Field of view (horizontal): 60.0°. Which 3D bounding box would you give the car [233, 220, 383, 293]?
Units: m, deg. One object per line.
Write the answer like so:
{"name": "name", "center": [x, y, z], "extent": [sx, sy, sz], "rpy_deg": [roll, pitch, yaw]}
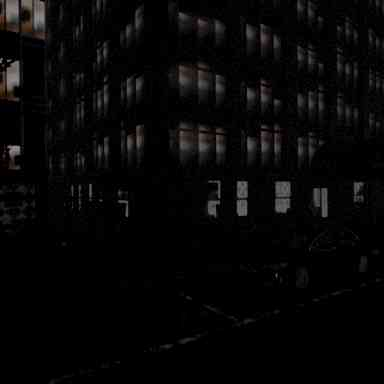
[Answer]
{"name": "car", "center": [3.023, 1.548, 8.719], "extent": [4.403, 1.369, 2.008], "rpy_deg": [0, -1, -35]}
